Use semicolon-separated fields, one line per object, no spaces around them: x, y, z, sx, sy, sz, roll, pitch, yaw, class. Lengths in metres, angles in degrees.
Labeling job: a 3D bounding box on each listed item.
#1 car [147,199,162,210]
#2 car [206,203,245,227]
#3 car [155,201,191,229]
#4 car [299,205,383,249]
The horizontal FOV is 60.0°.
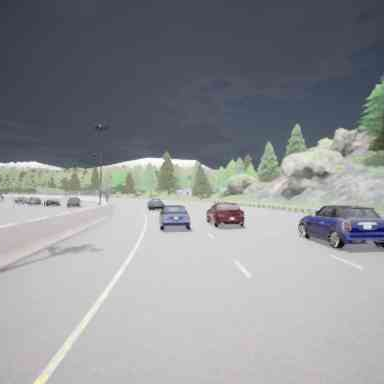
-4.637;1.543;42.206;1.994;1.385;4.181;0;0;-12;car
2.163;1.457;22.593;1.882;1.535;5.008;0;0;-6;car
-1.179;1.534;21.348;2.033;1.411;5.357;0;0;-6;car
6.430;1.329;14.574;2.097;1.767;4.553;0;0;-4;car
